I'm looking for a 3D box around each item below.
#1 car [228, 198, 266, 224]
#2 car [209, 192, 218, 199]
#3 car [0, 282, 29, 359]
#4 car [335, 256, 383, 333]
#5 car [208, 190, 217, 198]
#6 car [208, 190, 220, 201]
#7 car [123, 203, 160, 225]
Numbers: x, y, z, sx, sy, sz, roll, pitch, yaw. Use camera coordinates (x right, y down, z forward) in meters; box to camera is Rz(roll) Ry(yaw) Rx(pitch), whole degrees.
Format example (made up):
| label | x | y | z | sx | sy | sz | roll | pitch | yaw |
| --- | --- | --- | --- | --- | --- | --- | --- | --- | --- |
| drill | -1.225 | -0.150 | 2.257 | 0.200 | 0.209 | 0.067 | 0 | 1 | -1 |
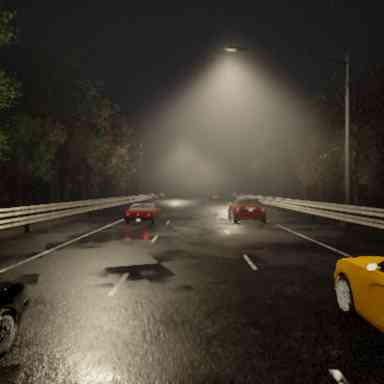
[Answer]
| label | x | y | z | sx | sy | sz | roll | pitch | yaw |
| --- | --- | --- | --- | --- | --- | --- | --- | --- | --- |
| car | 3.750 | 1.164 | 23.241 | 2.097 | 1.767 | 4.553 | 0 | 0 | 1 |
| car | 4.945 | 0.838 | 77.027 | 1.882 | 1.535 | 5.008 | 0 | 0 | 2 |
| car | -3.391 | 1.576 | 2.887 | 1.895 | 1.301 | 4.718 | 0 | 0 | 0 |
| car | 3.613 | 1.442 | 4.299 | 1.882 | 1.535 | 5.008 | 0 | 0 | 0 |
| car | 5.377 | 0.486 | 88.002 | 2.150 | 2.045 | 5.566 | 0 | 1 | 2 |
| car | 4.570 | 0.885 | 66.079 | 2.033 | 1.649 | 4.856 | 0 | 0 | 2 |
| car | -3.259 | 1.416 | 22.646 | 1.895 | 1.301 | 4.718 | 0 | 0 | 1 |
